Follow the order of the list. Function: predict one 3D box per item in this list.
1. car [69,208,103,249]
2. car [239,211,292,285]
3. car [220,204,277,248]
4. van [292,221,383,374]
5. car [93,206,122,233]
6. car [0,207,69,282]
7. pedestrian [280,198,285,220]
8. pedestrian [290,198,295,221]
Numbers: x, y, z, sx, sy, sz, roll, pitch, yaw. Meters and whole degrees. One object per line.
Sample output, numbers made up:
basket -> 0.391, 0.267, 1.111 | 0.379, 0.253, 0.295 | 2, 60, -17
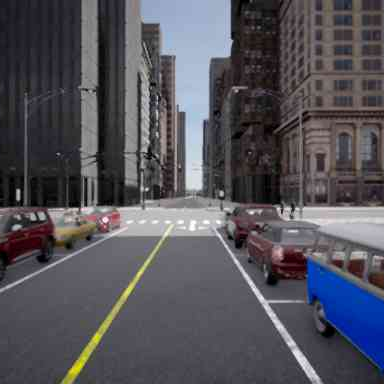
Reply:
car -> -5.756, 1.674, 15.260 | 1.752, 1.417, 4.829 | 0, -1, 0
car -> 2.766, 1.537, 9.824 | 1.967, 1.590, 4.097 | 0, -1, 0
car -> 2.769, 1.467, 15.428 | 2.192, 1.841, 5.009 | 0, -1, 0
van -> 2.762, 1.384, 4.224 | 1.690, 1.788, 3.998 | 0, -1, 0
car -> -5.753, 1.645, 21.032 | 1.967, 1.590, 4.097 | 0, -1, 0
car -> -5.760, 1.411, 9.830 | 2.192, 1.841, 5.009 | 0, -1, 0
pedestrian -> 7.152, 1.406, 26.505 | 0.375, 1.860, 0.375 | 0, 0, 0
pedestrian -> 8.152, 1.419, 27.105 | 0.375, 1.860, 0.375 | 0, 0, 0
